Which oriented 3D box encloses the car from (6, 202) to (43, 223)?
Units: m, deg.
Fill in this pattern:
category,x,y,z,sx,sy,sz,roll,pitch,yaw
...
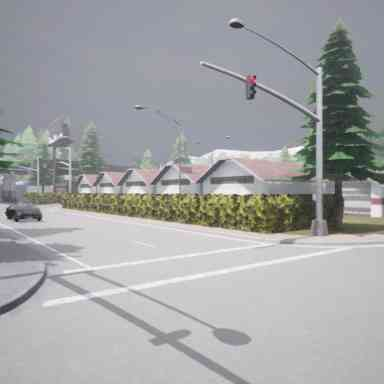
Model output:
category,x,y,z,sx,sy,sz,roll,pitch,yaw
car,-13.201,1.502,26.004,2.033,1.411,5.357,0,0,-37
